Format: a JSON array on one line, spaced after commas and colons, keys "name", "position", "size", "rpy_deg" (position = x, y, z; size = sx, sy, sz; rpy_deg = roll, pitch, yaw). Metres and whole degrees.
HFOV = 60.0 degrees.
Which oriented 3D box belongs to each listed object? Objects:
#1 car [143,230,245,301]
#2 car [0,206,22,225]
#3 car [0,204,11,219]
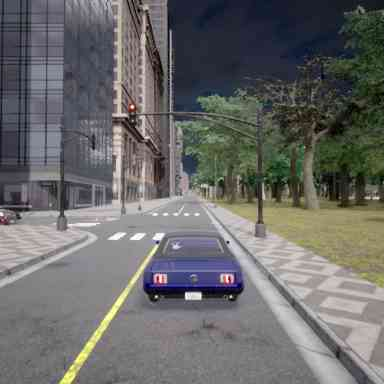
[{"name": "car", "position": [0.020, 1.606, 8.278], "size": [1.895, 1.301, 4.718], "rpy_deg": [0, 0, 0]}, {"name": "car", "position": [-13.497, 1.371, 21.296], "size": [4.097, 1.590, 1.967], "rpy_deg": [0, -2, -1]}, {"name": "car", "position": [-18.943, 1.725, 29.819], "size": [4.313, 1.339, 1.947], "rpy_deg": [0, -1, 0]}]
